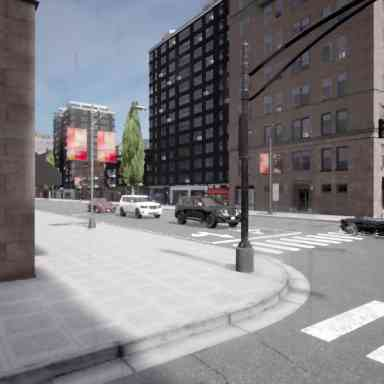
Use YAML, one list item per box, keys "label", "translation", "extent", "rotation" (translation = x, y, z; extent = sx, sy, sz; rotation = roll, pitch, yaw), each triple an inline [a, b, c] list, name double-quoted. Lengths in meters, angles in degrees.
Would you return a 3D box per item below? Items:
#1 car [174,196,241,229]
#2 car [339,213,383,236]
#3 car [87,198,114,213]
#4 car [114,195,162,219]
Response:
- label: "car"
  translation: [0.936, 1.286, 22.901]
  extent: [2.150, 2.045, 5.566]
  rotation: [0, 0, -36]
- label: "car"
  translation: [9.868, 1.628, 16.431]
  extent: [1.895, 1.301, 4.718]
  rotation: [0, 0, -36]
- label: "car"
  translation: [-10.595, 1.492, 38.885]
  extent: [2.097, 1.767, 4.553]
  rotation: [0, 0, -36]
- label: "car"
  translation: [-4.935, 1.325, 31.034]
  extent: [2.150, 2.045, 5.566]
  rotation: [0, 0, -36]
